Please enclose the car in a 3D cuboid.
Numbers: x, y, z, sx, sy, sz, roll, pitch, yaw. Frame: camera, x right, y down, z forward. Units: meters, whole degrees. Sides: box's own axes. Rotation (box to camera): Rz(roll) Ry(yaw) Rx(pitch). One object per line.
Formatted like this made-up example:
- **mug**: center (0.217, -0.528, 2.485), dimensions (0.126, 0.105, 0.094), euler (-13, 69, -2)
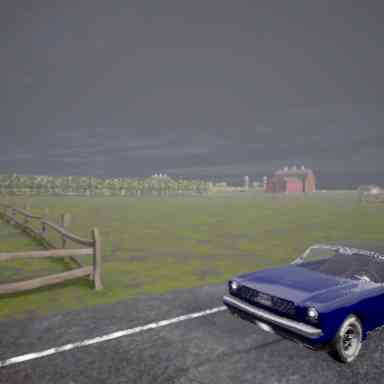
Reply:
- **car**: center (2.843, 1.629, 6.007), dimensions (4.718, 1.301, 1.895), euler (1, 0, -35)
